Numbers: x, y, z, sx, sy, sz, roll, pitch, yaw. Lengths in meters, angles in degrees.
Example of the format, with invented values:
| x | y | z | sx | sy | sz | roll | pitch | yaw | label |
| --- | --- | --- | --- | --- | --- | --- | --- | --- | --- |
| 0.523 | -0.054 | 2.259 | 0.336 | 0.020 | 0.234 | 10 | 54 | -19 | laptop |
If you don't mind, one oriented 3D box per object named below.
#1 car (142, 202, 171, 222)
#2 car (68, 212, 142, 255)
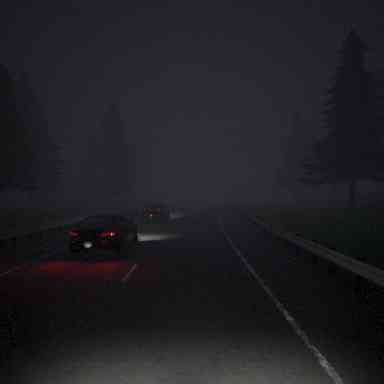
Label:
| x | y | z | sx | sy | sz | roll | pitch | yaw | label |
| --- | --- | --- | --- | --- | --- | --- | --- | --- | --- |
| -2.918 | 1.586 | 27.559 | 2.128 | 1.511 | 4.902 | 0 | 0 | 4 | car |
| -3.404 | 1.571 | 13.332 | 1.812 | 1.442 | 4.674 | 0 | 0 | 1 | car |
